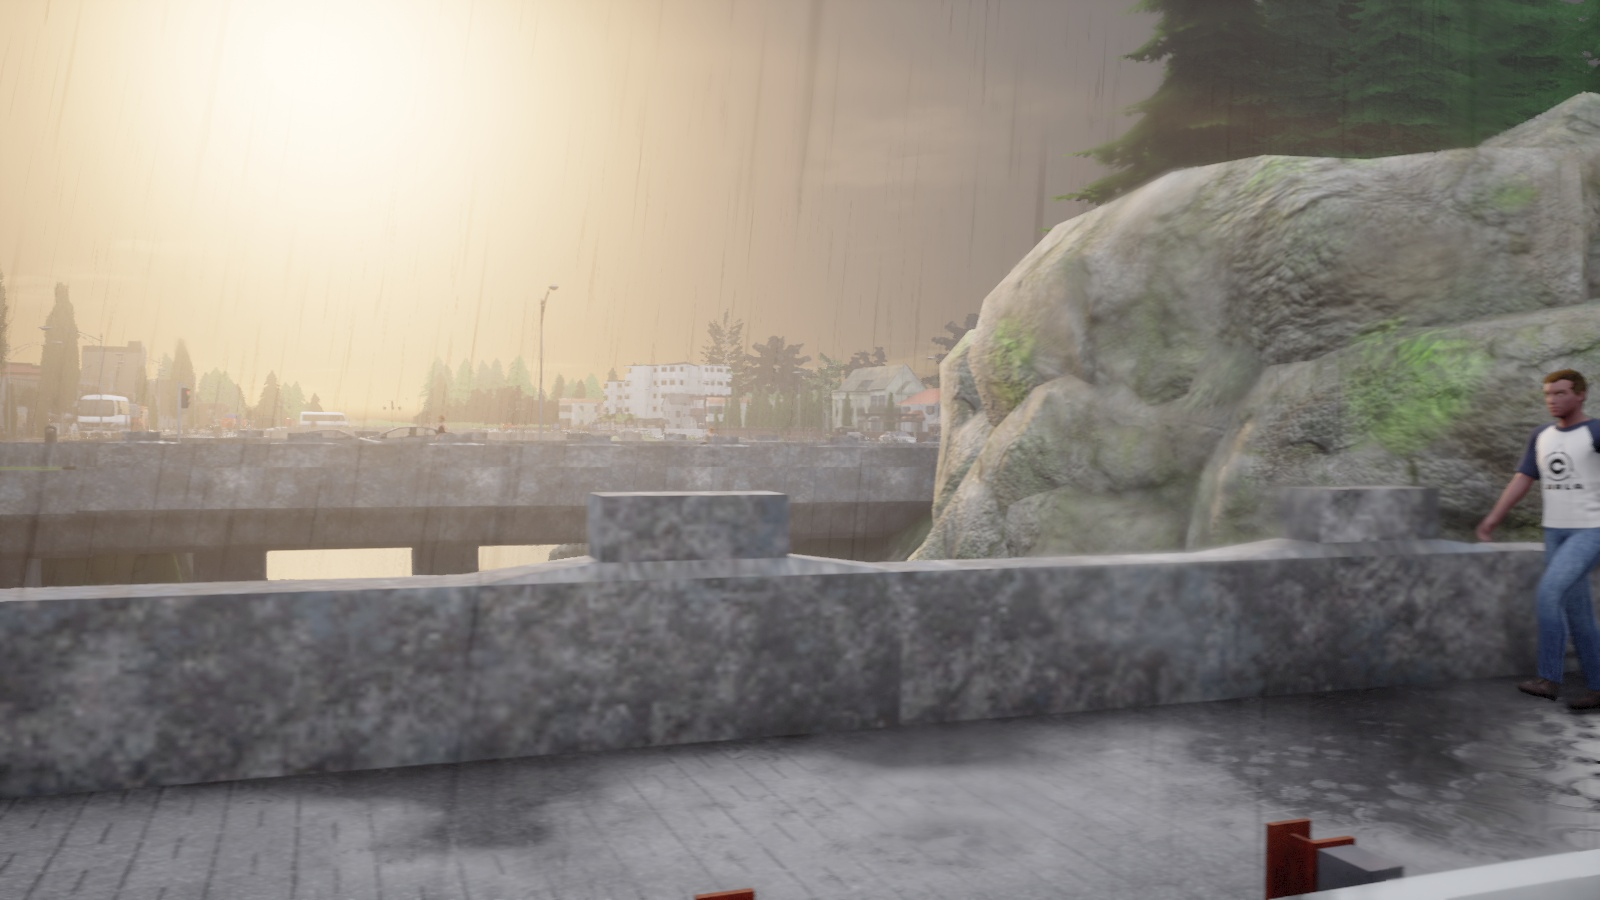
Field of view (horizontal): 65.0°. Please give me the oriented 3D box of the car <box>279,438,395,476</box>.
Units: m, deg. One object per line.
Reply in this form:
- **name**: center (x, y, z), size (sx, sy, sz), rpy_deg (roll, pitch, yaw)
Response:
- **car**: center (-18.324, 0.250, 49.776), size (4.181, 1.385, 1.994), rpy_deg (-1, 1, -21)

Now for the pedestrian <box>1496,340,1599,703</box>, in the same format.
- **pedestrian**: center (4.102, 0.356, 6.626), size (0.706, 1.836, 0.354), rpy_deg (-1, 1, -17)

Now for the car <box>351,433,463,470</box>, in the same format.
- **car**: center (-17.064, 0.042, 54.528), size (4.514, 1.525, 2.007), rpy_deg (-1, 1, -21)
